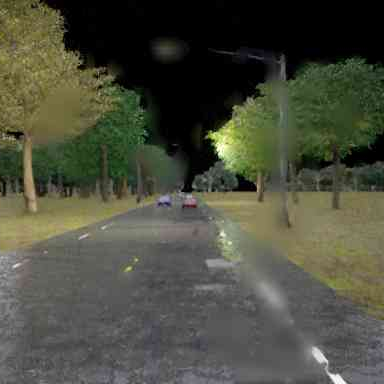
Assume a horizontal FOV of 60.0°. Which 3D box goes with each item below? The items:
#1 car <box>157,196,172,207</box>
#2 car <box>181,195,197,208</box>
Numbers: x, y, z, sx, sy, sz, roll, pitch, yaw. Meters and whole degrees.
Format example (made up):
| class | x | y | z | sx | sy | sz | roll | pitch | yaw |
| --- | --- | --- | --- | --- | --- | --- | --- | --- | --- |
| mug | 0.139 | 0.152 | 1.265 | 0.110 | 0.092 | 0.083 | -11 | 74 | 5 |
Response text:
| class | x | y | z | sx | sy | sz | roll | pitch | yaw |
| --- | --- | --- | --- | --- | --- | --- | --- | --- | --- |
| car | -4.038 | 1.347 | 49.193 | 1.882 | 1.535 | 5.008 | 0 | 0 | 0 |
| car | -0.340 | 1.421 | 46.070 | 1.994 | 1.385 | 4.181 | 0 | 0 | 0 |
